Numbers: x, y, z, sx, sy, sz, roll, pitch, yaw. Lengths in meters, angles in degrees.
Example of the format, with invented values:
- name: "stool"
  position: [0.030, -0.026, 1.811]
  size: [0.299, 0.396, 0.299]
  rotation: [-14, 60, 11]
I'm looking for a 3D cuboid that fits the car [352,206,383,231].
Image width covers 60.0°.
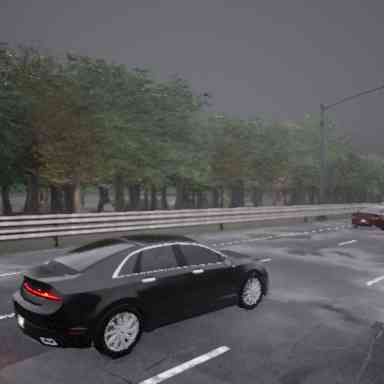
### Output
- name: "car"
  position: [12.701, 1.708, 22.721]
  size: [5.008, 1.535, 1.882]
  rotation: [1, -1, -42]

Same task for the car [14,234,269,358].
- name: "car"
  position: [-0.522, 1.541, 6.161]
  size: [4.892, 1.490, 1.837]
  rotation: [1, -1, -42]
